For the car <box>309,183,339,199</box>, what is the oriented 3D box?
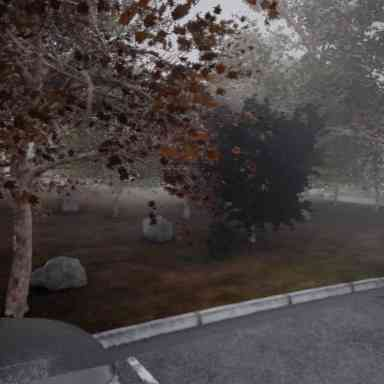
[{"bbox_3d":[17.551,-0.190,45.399,2.150,2.045,5.566,2,3,-15],"label":"car"}]
